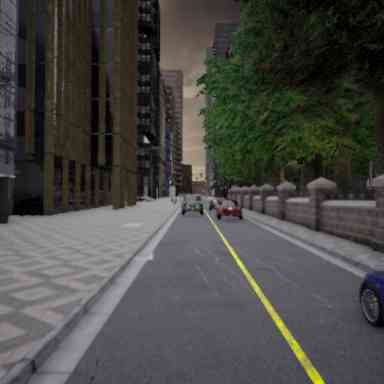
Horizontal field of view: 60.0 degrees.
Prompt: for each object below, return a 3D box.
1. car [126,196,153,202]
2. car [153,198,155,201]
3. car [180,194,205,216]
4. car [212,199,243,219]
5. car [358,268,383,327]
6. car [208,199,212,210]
[{"bbox_3d":[-11.469,1.564,72.481,4.403,1.369,2.008,0,-1,0],"label":"car"},{"bbox_3d":[-11.580,1.731,81.006,4.829,1.417,1.752,0,-1,0],"label":"car"},{"bbox_3d":[0.075,1.253,33.371,2.150,2.045,5.566,0,0,0],"label":"car"},{"bbox_3d":[3.124,1.386,29.121,2.097,1.767,4.553,0,0,1],"label":"car"},{"bbox_3d":[3.903,1.539,4.081,1.812,1.442,4.674,0,0,0],"label":"car"},{"bbox_3d":[3.123,1.579,42.869,1.812,1.442,4.674,0,0,1],"label":"car"}]
